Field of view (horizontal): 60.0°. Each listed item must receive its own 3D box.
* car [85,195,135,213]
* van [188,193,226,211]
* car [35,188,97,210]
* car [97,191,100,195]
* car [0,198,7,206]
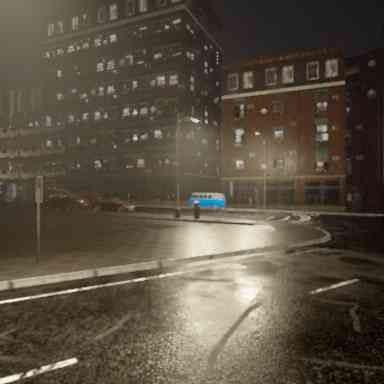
[{"bbox_3d":[-7.062,1.172,29.832,4.206,1.307,1.802,1,-1,24],"label":"car"},{"bbox_3d":[1.602,1.009,35.137,3.998,1.788,1.690,1,0,24],"label":"van"},{"bbox_3d":[-12.195,0.803,32.137,5.009,1.841,2.192,1,-1,24],"label":"car"},{"bbox_3d":[-13.816,0.677,42.045,5.009,1.841,2.192,1,0,24],"label":"car"},{"bbox_3d":[-22.485,0.825,36.742,4.507,1.381,1.887,1,-1,24],"label":"car"}]
